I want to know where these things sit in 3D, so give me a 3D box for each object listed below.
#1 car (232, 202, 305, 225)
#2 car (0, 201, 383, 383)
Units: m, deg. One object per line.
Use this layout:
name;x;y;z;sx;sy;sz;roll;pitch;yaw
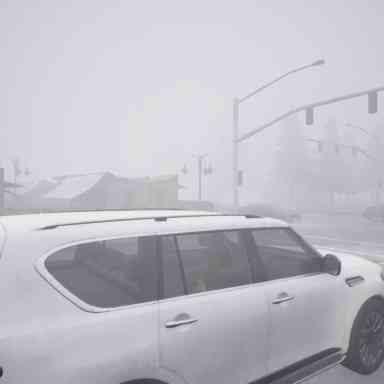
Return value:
car;5.636;1.547;25.284;2.033;1.411;5.357;0;0;-37
car;0.183;1.221;3.944;5.566;2.045;2.150;0;0;-35
